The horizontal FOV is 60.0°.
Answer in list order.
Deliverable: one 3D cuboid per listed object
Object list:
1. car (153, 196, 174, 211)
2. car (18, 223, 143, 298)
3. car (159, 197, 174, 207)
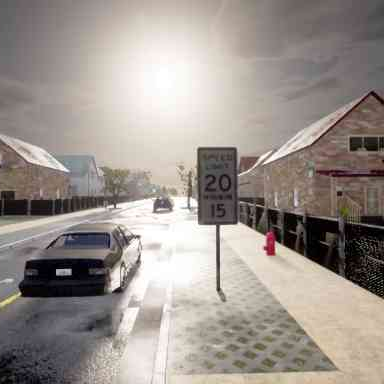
[{"bbox_3d":[-3.371,1.277,39.193,2.097,1.767,4.553,0,0,-1],"label":"car"},{"bbox_3d":[-2.464,1.530,8.693,2.033,1.411,5.357,0,0,-2],"label":"car"},{"bbox_3d":[-3.736,1.493,49.442,1.994,1.385,4.181,0,0,-2],"label":"car"}]
